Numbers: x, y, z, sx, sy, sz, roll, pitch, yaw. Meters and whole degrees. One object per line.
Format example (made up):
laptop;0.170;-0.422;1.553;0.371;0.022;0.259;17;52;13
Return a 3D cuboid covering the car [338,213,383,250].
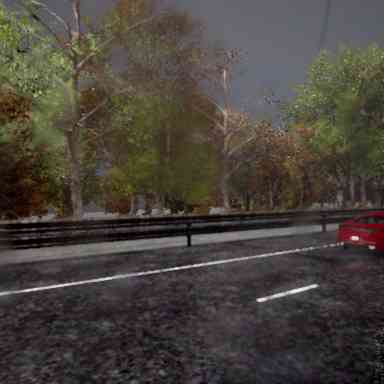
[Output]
car;8.201;1.619;14.083;5.008;1.535;1.882;0;0;-36
